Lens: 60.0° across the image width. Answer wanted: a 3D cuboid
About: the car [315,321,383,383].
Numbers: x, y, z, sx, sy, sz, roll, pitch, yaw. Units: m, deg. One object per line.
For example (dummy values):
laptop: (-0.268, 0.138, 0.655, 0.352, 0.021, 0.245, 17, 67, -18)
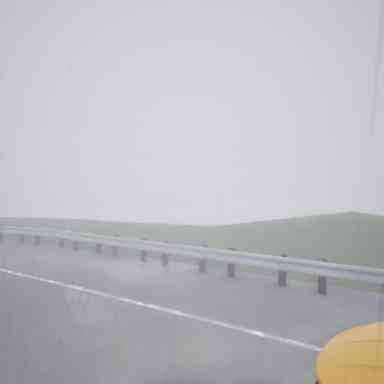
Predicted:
car: (3.208, 1.470, 1.616, 5.008, 1.535, 1.882, 0, 0, 36)
